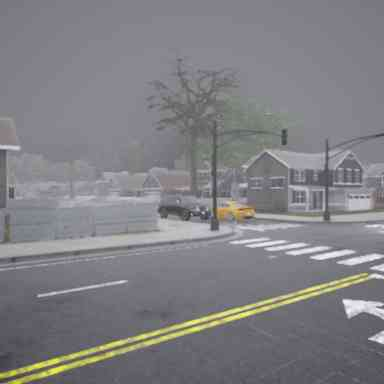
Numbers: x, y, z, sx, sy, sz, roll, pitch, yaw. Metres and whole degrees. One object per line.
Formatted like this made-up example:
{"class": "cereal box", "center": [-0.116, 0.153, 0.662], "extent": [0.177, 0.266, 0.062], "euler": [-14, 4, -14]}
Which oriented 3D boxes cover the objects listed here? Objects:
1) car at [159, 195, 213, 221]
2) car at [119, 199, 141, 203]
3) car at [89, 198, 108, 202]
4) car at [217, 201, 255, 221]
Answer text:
{"class": "car", "center": [-0.719, 1.256, 27.705], "extent": [2.150, 2.045, 5.566], "euler": [0, 0, -35]}
{"class": "car", "center": [-6.561, 1.529, 35.961], "extent": [1.882, 1.535, 5.008], "euler": [0, 0, -35]}
{"class": "car", "center": [-12.521, 1.574, 44.402], "extent": [1.837, 1.490, 4.892], "euler": [0, 0, -35]}
{"class": "car", "center": [2.957, 1.507, 27.588], "extent": [1.882, 1.535, 5.008], "euler": [0, 0, -35]}
